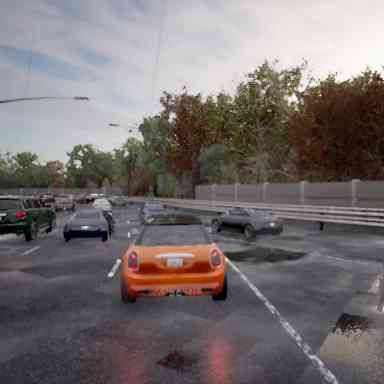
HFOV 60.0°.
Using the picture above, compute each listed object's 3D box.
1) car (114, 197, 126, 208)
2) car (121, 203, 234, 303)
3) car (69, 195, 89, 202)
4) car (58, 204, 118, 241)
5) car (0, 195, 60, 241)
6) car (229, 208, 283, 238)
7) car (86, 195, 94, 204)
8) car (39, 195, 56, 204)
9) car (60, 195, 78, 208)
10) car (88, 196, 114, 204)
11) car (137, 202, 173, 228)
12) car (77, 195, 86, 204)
[{"bbox_3d":[-10.566,1.400,46.424,2.128,1.511,4.902,0,0,-25],"label":"car"},{"bbox_3d":[-0.491,1.328,8.375,2.097,1.767,4.553,-1,0,-5],"label":"car"},{"bbox_3d":[-22.876,1.265,67.329,2.033,1.411,5.357,0,0,-39],"label":"car"},{"bbox_3d":[-5.014,1.531,16.621,1.994,1.385,4.181,0,0,-9],"label":"car"},{"bbox_3d":[-8.454,1.189,16.453,2.150,2.045,5.566,0,0,-9],"label":"car"},{"bbox_3d":[2.788,1.530,17.645,1.994,1.385,4.181,0,0,-32],"label":"car"},{"bbox_3d":[-17.839,1.362,59.814,1.882,1.535,5.008,0,0,-32],"label":"car"},{"bbox_3d":[-25.951,1.390,59.592,1.837,1.490,4.892,0,0,-35],"label":"car"},{"bbox_3d":[-13.386,1.424,35.052,2.128,1.511,4.902,0,0,-20],"label":"car"},{"bbox_3d":[-9.449,1.459,34.433,1.812,1.442,4.674,0,0,-19],"label":"car"},{"bbox_3d":[-2.765,1.502,23.447,2.033,1.411,5.357,0,0,-12],"label":"car"},{"bbox_3d":[-20.170,1.242,57.145,2.097,1.767,4.553,0,0,-30],"label":"car"}]
